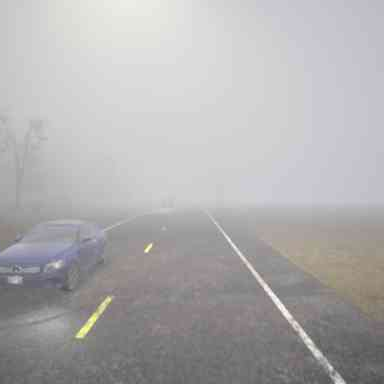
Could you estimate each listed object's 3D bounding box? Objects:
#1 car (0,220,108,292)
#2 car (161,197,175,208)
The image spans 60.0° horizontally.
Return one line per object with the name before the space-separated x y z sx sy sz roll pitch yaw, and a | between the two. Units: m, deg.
car | -3.602 1.536 9.108 1.812 1.442 4.674 0 0 0
car | -3.576 1.548 50.351 2.128 1.511 4.902 0 0 0
